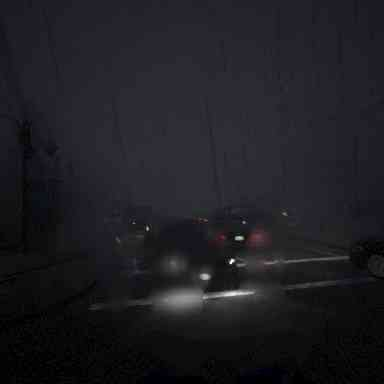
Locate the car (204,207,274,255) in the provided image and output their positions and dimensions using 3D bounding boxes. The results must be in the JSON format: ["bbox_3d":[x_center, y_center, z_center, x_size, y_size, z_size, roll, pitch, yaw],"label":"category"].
[{"bbox_3d":[1.358,1.539,13.235,2.033,1.411,5.357,0,0,-4],"label":"car"}]

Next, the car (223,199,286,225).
[{"bbox_3d":[2.855,1.466,19.837,5.357,1.411,2.033,-3,1,-17],"label":"car"}]

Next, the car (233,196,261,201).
[{"bbox_3d":[7.287,1.287,46.197,2.007,1.523,4.514,0,0,-17],"label":"car"}]

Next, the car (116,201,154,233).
[{"bbox_3d":[-3.121,1.529,19.963,2.033,1.411,5.357,0,0,-17],"label":"car"}]

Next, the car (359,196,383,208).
[{"bbox_3d":[23.838,1.273,43.259,1.845,1.501,3.633,0,0,-17],"label":"car"}]

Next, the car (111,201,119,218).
[{"bbox_3d":[-6.301,1.516,30.108,2.033,1.411,5.357,0,0,-17],"label":"car"}]

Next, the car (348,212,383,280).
[{"bbox_3d":[6.611,1.475,8.188,5.008,1.535,1.882,0,0,38],"label":"car"}]

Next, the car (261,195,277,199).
[{"bbox_3d":[10.273,1.277,47.159,2.152,1.636,5.027,0,0,-17],"label":"car"}]

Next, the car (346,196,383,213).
[{"bbox_3d":[15.557,1.356,29.256,1.970,1.475,3.806,0,0,-17],"label":"car"}]

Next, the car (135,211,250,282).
[{"bbox_3d":[-0.369,1.543,10.134,2.033,1.411,5.357,0,0,-15],"label":"car"}]
